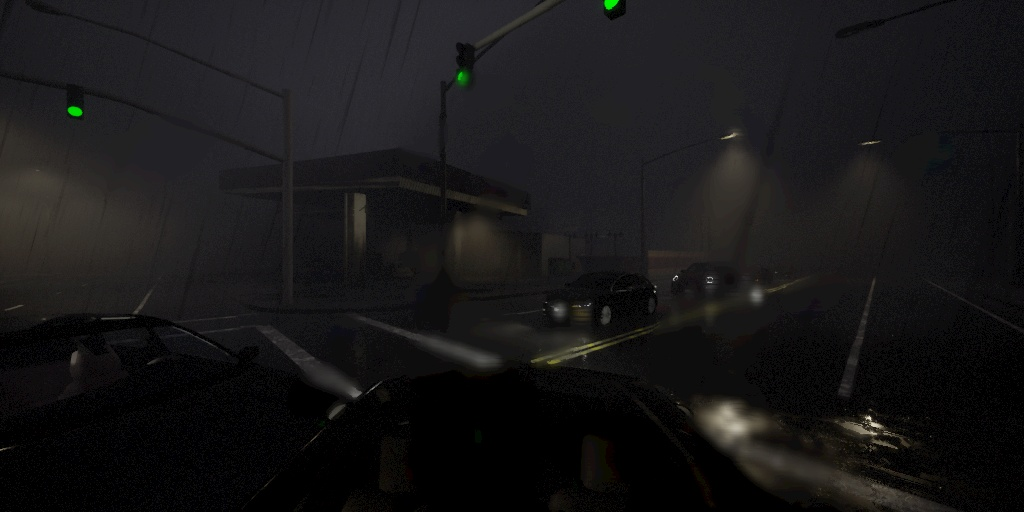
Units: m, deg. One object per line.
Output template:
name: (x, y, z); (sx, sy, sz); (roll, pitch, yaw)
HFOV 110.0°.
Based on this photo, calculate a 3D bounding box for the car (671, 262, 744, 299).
car: (9.938, 1.100, 18.353); (4.553, 1.767, 2.097); (0, 0, -44)

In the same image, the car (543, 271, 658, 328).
car: (3.018, 1.254, 11.590); (4.892, 1.490, 1.837); (0, 0, -45)

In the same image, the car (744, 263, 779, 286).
car: (16.947, 1.312, 25.181); (1.994, 1.385, 4.181); (0, 0, 45)

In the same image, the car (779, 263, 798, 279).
car: (24.163, 1.311, 32.149); (4.181, 1.385, 1.994); (0, 0, -44)

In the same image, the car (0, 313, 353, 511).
car: (-3.390, 1.242, 2.647); (4.902, 1.511, 2.128); (0, 0, 16)
